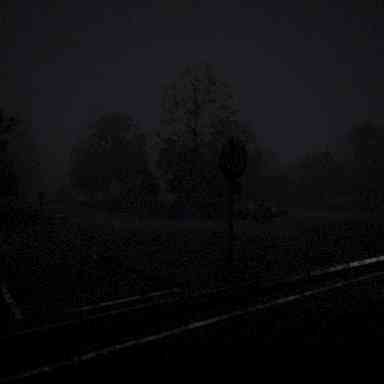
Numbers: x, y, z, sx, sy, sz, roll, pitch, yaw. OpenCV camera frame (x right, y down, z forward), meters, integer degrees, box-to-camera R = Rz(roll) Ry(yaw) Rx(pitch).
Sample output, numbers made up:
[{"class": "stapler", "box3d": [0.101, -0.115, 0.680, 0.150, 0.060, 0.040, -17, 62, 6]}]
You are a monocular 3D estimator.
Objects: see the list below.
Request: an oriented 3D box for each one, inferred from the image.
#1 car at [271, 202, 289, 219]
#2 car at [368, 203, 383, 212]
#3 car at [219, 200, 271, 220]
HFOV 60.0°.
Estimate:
[{"class": "car", "box3d": [6.904, 1.571, 31.563, 2.185, 1.767, 4.553, 1, -1, -36]}, {"class": "car", "box3d": [26.741, 2.106, 45.651, 2.002, 1.452, 4.674, 1, -1, -35]}, {"class": "car", "box3d": [4.362, 1.690, 29.663, 2.002, 1.452, 4.674, 1, -1, -36]}]
